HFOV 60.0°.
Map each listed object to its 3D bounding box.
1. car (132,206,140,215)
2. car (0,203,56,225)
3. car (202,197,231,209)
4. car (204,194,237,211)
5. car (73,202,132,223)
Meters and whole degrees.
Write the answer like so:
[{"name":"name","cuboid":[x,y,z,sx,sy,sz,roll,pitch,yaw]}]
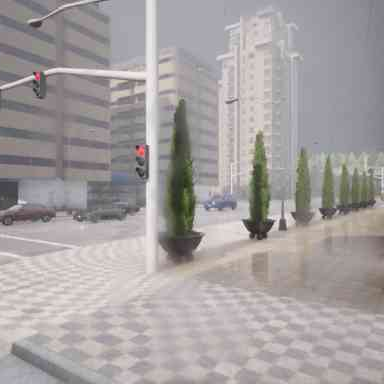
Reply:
[{"name":"car","cuboid":[-7.288,1.656,32.109,1.895,1.301,4.718,0,0,35]},{"name":"car","cuboid":[-12.429,1.581,24.602,1.812,1.442,4.674,0,0,34]},{"name":"car","cuboid":[3.581,1.560,47.843,1.837,1.490,4.892,0,0,35]},{"name":"car","cuboid":[3.674,1.277,41.836,2.150,2.045,5.566,0,0,35]},{"name":"car","cuboid":[-7.160,1.619,26.121,1.994,1.385,4.181,0,0,35]}]
